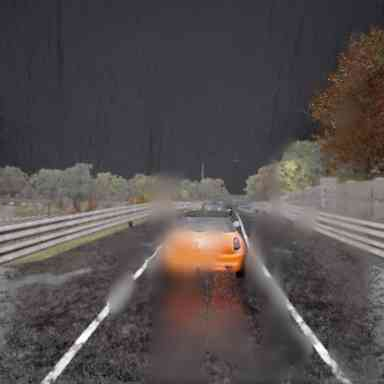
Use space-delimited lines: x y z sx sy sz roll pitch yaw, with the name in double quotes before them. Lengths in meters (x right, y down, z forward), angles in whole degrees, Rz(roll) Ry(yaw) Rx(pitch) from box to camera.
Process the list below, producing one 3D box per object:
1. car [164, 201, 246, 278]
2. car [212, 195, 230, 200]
"car" 0.439 1.329 10.303 2.097 1.767 4.553 0 0 3
"car" 3.172 1.386 35.646 2.150 2.045 5.566 0 -2 7
